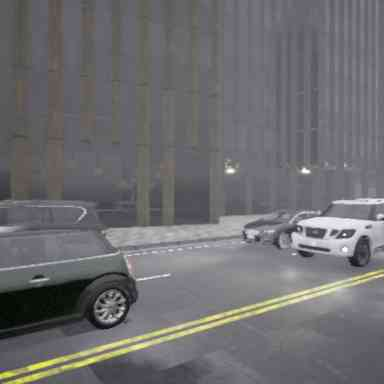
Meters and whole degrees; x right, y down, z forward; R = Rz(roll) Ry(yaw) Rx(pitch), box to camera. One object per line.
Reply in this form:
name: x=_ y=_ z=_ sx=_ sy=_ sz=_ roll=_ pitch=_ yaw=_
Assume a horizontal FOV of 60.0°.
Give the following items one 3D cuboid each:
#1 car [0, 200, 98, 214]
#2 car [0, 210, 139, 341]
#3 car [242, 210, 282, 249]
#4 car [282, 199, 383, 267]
car: x=-4.880 y=1.228 z=8.188 sx=5.566 sy=2.045 sz=2.150 roll=1 pitch=0 yaw=-35
car: x=-3.243 y=1.353 z=5.360 sx=4.553 sy=1.767 sz=2.097 roll=0 pitch=0 yaw=-35
car: x=4.361 y=1.541 z=14.770 sx=4.902 sy=1.511 sz=2.128 roll=0 pitch=0 yaw=-35
car: x=6.036 y=1.270 z=11.980 sx=5.566 sy=2.045 sz=2.150 roll=0 pitch=0 yaw=-35
